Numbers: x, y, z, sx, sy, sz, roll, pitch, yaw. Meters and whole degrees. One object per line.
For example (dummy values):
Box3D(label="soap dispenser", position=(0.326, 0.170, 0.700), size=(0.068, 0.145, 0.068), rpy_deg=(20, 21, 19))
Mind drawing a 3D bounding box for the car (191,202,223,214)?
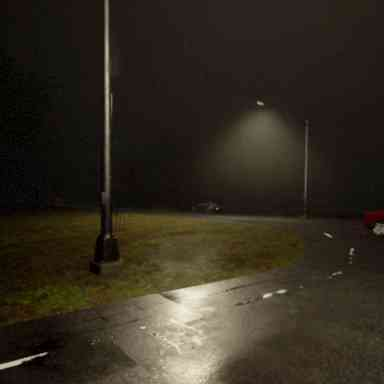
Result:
Box3D(label="car", position=(1.726, 1.887, 39.314), size=(1.994, 1.385, 4.181), rpy_deg=(4, -3, -35))

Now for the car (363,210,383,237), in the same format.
Box3D(label="car", position=(10.358, 1.374, 14.835), size=(1.882, 1.535, 5.008), rpy_deg=(2, 0, -36))

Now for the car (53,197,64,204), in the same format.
Box3D(label="car", position=(-32.934, 2.110, 82.273), size=(2.097, 1.767, 4.553), rpy_deg=(3, -3, -30))
